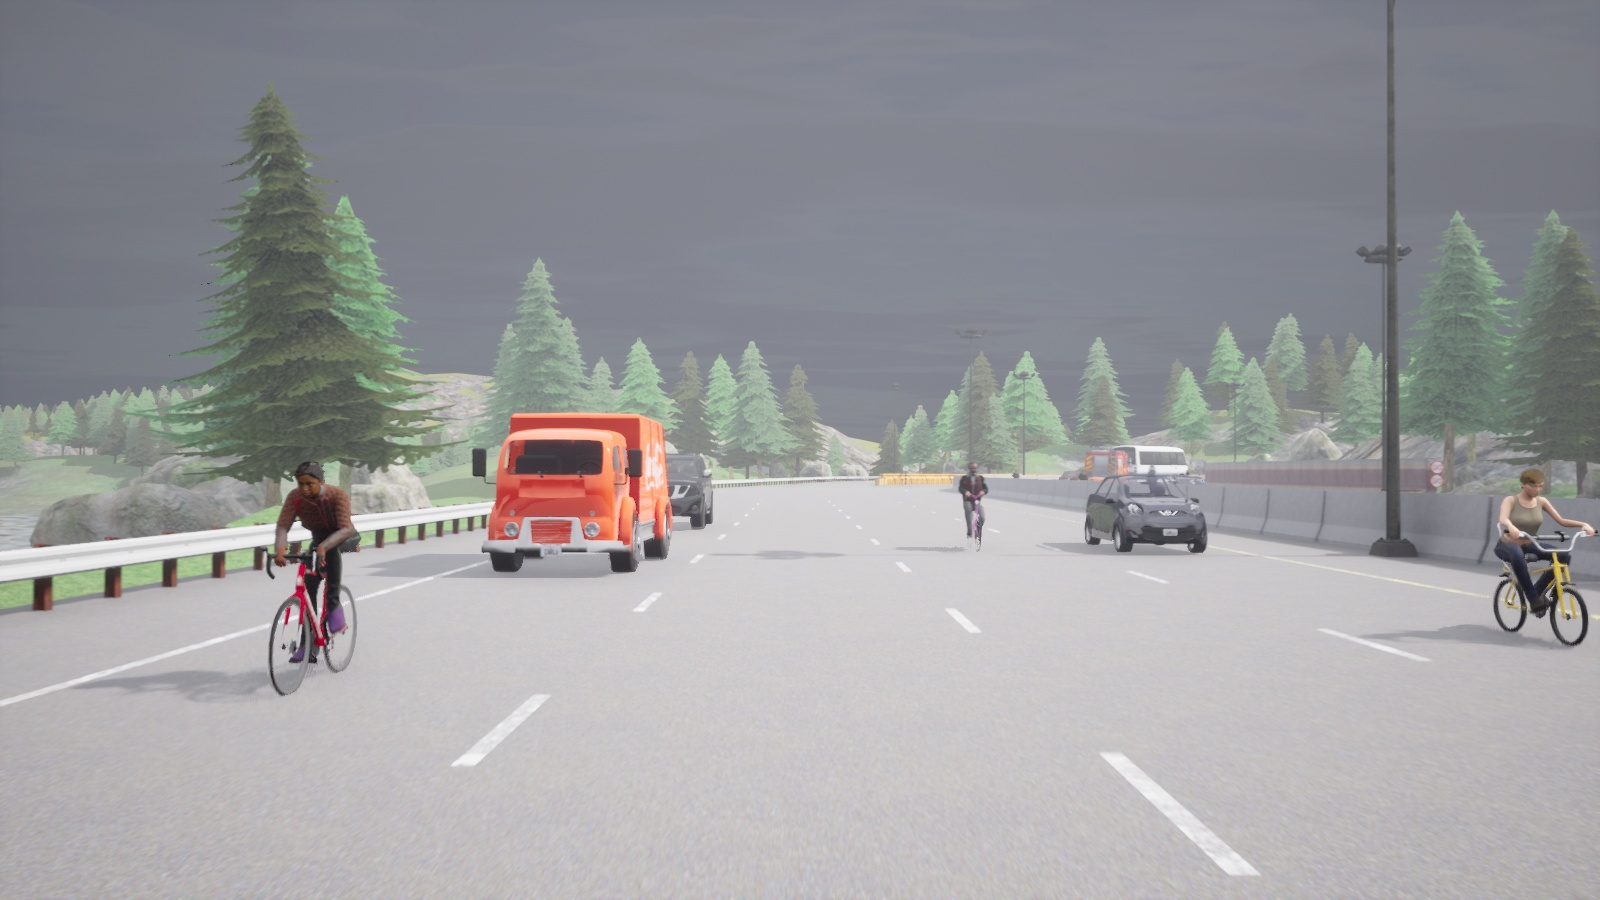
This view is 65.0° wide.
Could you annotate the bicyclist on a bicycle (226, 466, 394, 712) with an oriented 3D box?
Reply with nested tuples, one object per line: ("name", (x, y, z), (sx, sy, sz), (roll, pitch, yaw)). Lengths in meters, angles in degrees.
("bicyclist on a bicycle", (-3.524, 0.934, 9.165), (0.582, 1.620, 1.656), (0, -1, 0))

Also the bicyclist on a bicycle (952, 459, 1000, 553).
("bicyclist on a bicycle", (3.437, 1.081, 24.632), (0.659, 1.776, 1.843), (0, -1, 0))

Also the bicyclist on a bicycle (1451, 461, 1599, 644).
("bicyclist on a bicycle", (6.974, 0.920, 11.851), (0.866, 1.612, 1.509), (0, -1, 0))

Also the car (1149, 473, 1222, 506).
("car", (17.316, 1.750, 56.605), (1.994, 1.385, 4.181), (0, -1, 0))

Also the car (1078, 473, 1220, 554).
("car", (6.936, 1.222, 25.326), (1.845, 1.501, 3.633), (0, -1, 0))

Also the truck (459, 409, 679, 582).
("truck", (-3.553, 0.680, 20.582), (2.627, 2.467, 5.204), (0, -1, 0))

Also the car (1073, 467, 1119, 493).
("car", (20.649, 2.051, 87.873), (2.097, 1.767, 4.553), (0, -1, 0))

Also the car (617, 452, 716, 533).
("car", (-3.589, 1.125, 34.719), (2.150, 2.045, 5.566), (0, -1, 0))
